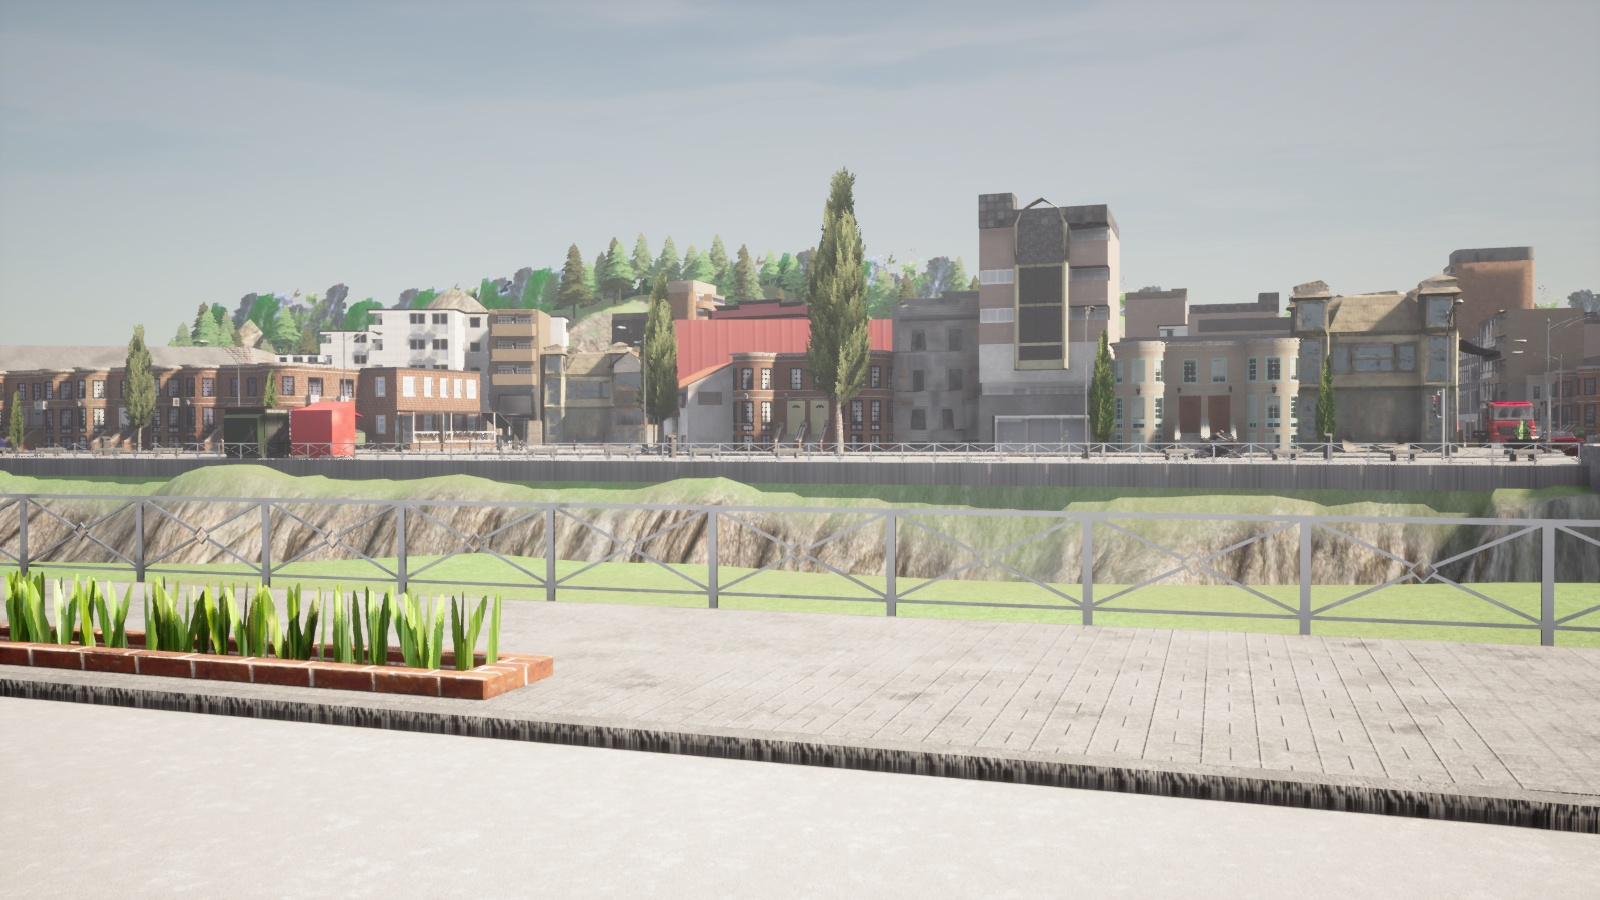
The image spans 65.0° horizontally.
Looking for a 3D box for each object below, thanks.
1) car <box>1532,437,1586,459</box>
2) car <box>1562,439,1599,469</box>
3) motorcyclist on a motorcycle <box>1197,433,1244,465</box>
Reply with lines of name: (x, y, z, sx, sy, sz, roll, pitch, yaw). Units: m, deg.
car: (47.006, -0.143, 77.846, 1.895, 1.301, 4.718, 1, 1, 19)
car: (36.419, 0.180, 55.201, 4.718, 1.301, 1.895, 1, 1, 42)
motorcyclist on a motorcycle: (20.722, -0.051, 61.865, 2.191, 1.530, 0.866, 0, 1, 19)
